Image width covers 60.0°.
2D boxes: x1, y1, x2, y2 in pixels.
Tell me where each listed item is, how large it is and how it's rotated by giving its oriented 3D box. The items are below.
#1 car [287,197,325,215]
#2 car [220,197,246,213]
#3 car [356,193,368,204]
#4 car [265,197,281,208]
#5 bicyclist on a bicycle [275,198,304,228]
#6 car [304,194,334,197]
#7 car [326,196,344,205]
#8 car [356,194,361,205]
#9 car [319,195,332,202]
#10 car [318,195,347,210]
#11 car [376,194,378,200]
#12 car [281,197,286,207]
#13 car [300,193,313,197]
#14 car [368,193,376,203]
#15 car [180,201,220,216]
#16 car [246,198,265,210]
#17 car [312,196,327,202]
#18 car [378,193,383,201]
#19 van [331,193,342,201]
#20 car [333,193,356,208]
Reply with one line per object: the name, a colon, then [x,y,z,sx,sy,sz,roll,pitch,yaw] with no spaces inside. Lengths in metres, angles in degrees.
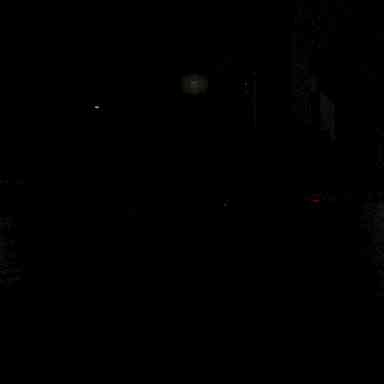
car: [10.821,1.425,31.468,1.947,1.339,4.313,0,0,35]
car: [3.818,1.367,36.332,1.967,1.590,4.097,0,0,35]
car: [26.892,1.119,54.632,2.192,1.841,5.009,0,0,35]
car: [10.152,1.427,45.458,1.752,1.417,4.829,0,0,35]
bicyclist on a bicycle: [5.339,1.177,18.373,1.656,1.620,0.582,-1,0,35]
car: [17.398,1.338,45.456,2.128,1.511,4.902,-1,0,35]
car: [23.262,1.354,53.908,1.812,1.442,4.674,-1,0,35]
car: [23.678,1.379,49.999,1.947,1.339,4.313,0,0,35]
car: [29.539,1.428,73.398,1.802,1.307,4.206,0,0,35]
car: [17.249,1.378,40.734,1.887,1.381,4.507,0,0,35]
car: [36.634,1.303,68.670,1.752,1.417,4.829,-1,0,35]
car: [13.464,1.456,50.232,1.947,1.339,4.313,0,0,35]
car: [19.894,1.416,59.499,1.887,1.381,4.507,0,0,35]
car: [33.322,1.100,63.899,2.192,1.841,5.009,0,0,35]
car: [0.605,1.525,31.699,1.802,1.307,4.206,0,0,35]
car: [7.035,1.495,40.965,1.802,1.307,4.206,0,0,35]
car: [26.325,1.419,68.766,1.947,1.339,4.313,0,0,35]
car: [42.966,1.360,77.795,1.802,1.307,4.206,-1,0,35]
van: [35.967,1.187,82.667,1.690,1.788,3.998,-1,0,35]
car: [20.463,1.137,45.367,2.192,1.841,5.009,0,0,35]
